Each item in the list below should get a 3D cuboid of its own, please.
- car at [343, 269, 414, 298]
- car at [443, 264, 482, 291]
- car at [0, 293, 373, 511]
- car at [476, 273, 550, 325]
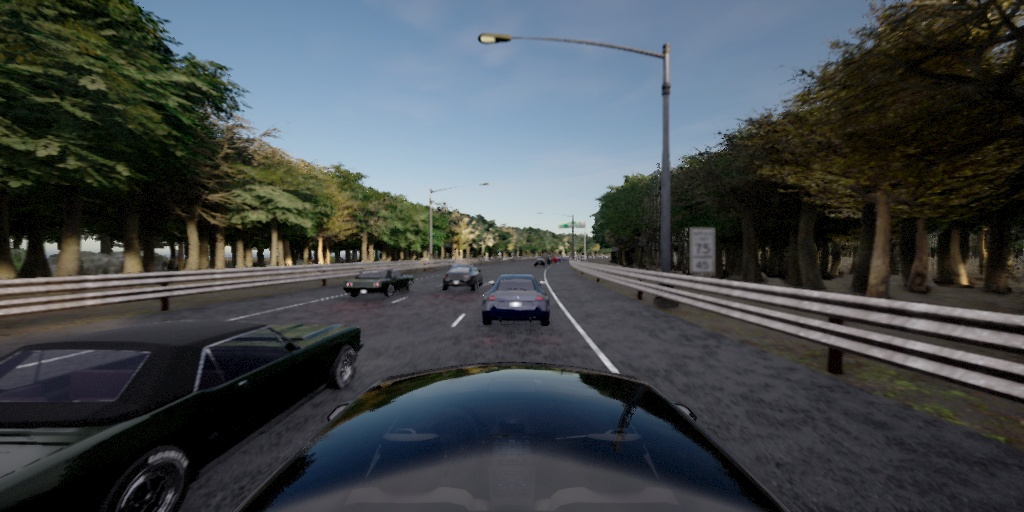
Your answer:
[{"bbox_3d":[-6.524,1.300,18.193,1.895,1.301,4.718,0,0,2],"label":"car"},{"bbox_3d":[-2.875,1.223,21.456,1.812,1.442,4.674,0,0,3],"label":"car"},{"bbox_3d":[-3.374,1.340,3.828,1.895,1.301,4.718,0,0,0],"label":"car"},{"bbox_3d":[0.157,1.290,11.814,1.994,1.385,4.181,0,0,2],"label":"car"}]
